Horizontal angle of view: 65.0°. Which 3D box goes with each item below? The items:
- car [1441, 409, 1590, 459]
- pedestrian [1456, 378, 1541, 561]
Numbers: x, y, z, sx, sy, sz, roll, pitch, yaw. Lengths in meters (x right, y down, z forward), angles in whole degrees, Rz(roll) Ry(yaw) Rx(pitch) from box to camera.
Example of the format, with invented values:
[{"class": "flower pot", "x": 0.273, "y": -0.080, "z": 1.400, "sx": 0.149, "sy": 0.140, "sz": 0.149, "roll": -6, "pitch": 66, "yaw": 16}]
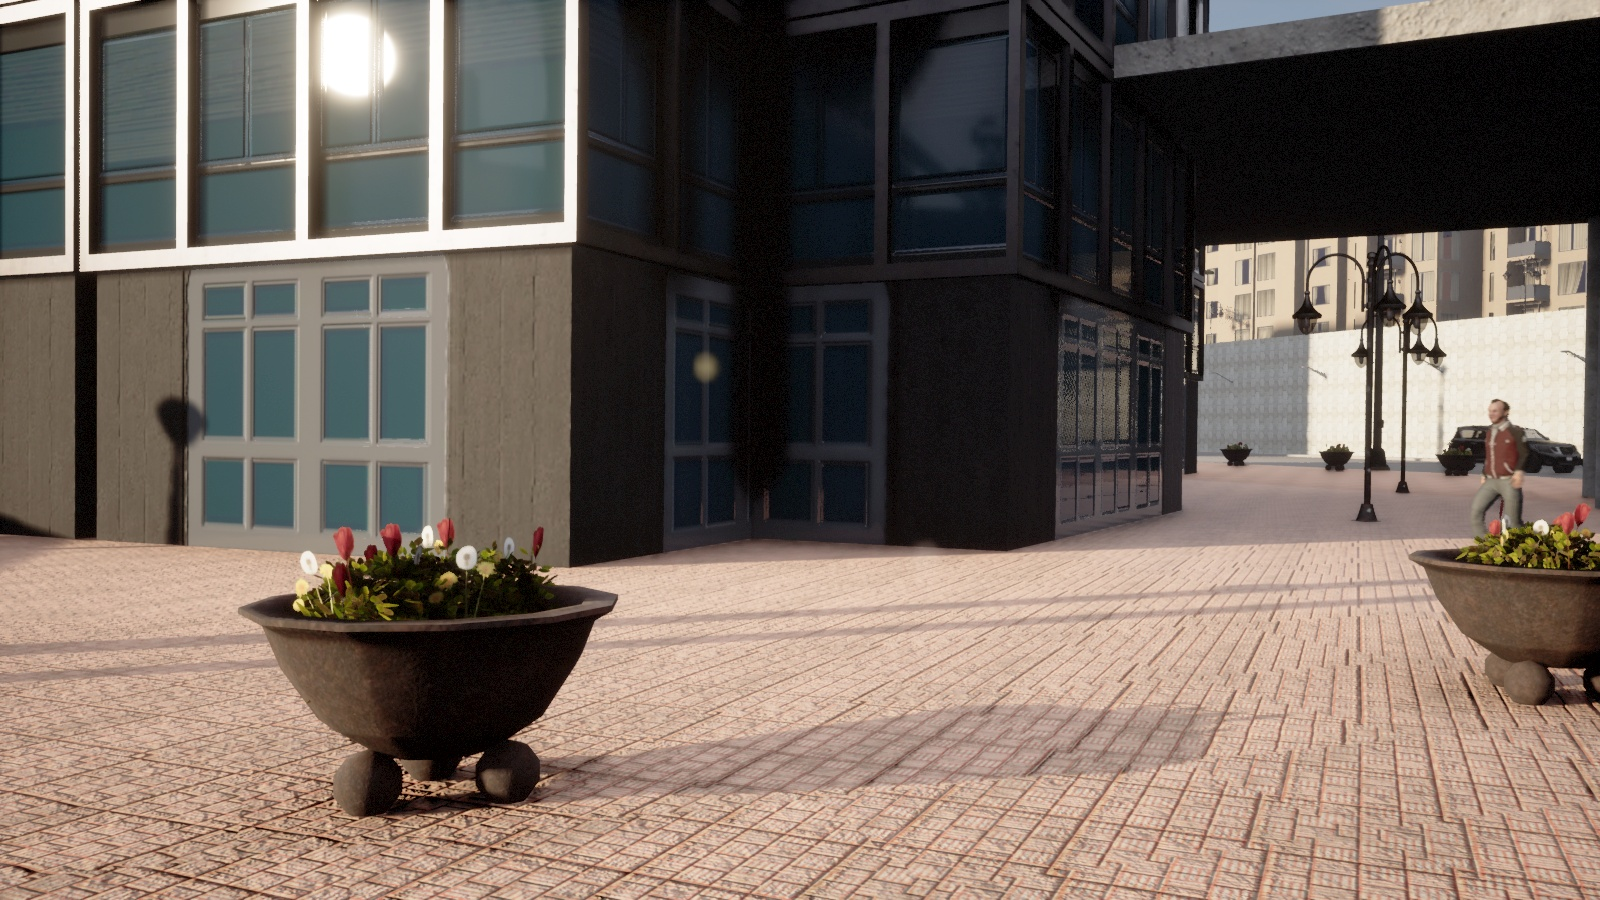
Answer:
[{"class": "car", "x": 30.967, "y": -0.706, "z": 54.579, "sx": 2.150, "sy": 2.045, "sz": 5.566, "roll": -1, "pitch": 1, "yaw": -19}, {"class": "pedestrian", "x": 7.258, "y": 0.191, "z": 13.055, "sx": 0.720, "sy": 1.854, "sz": 0.376, "roll": -1, "pitch": 1, "yaw": -18}]
